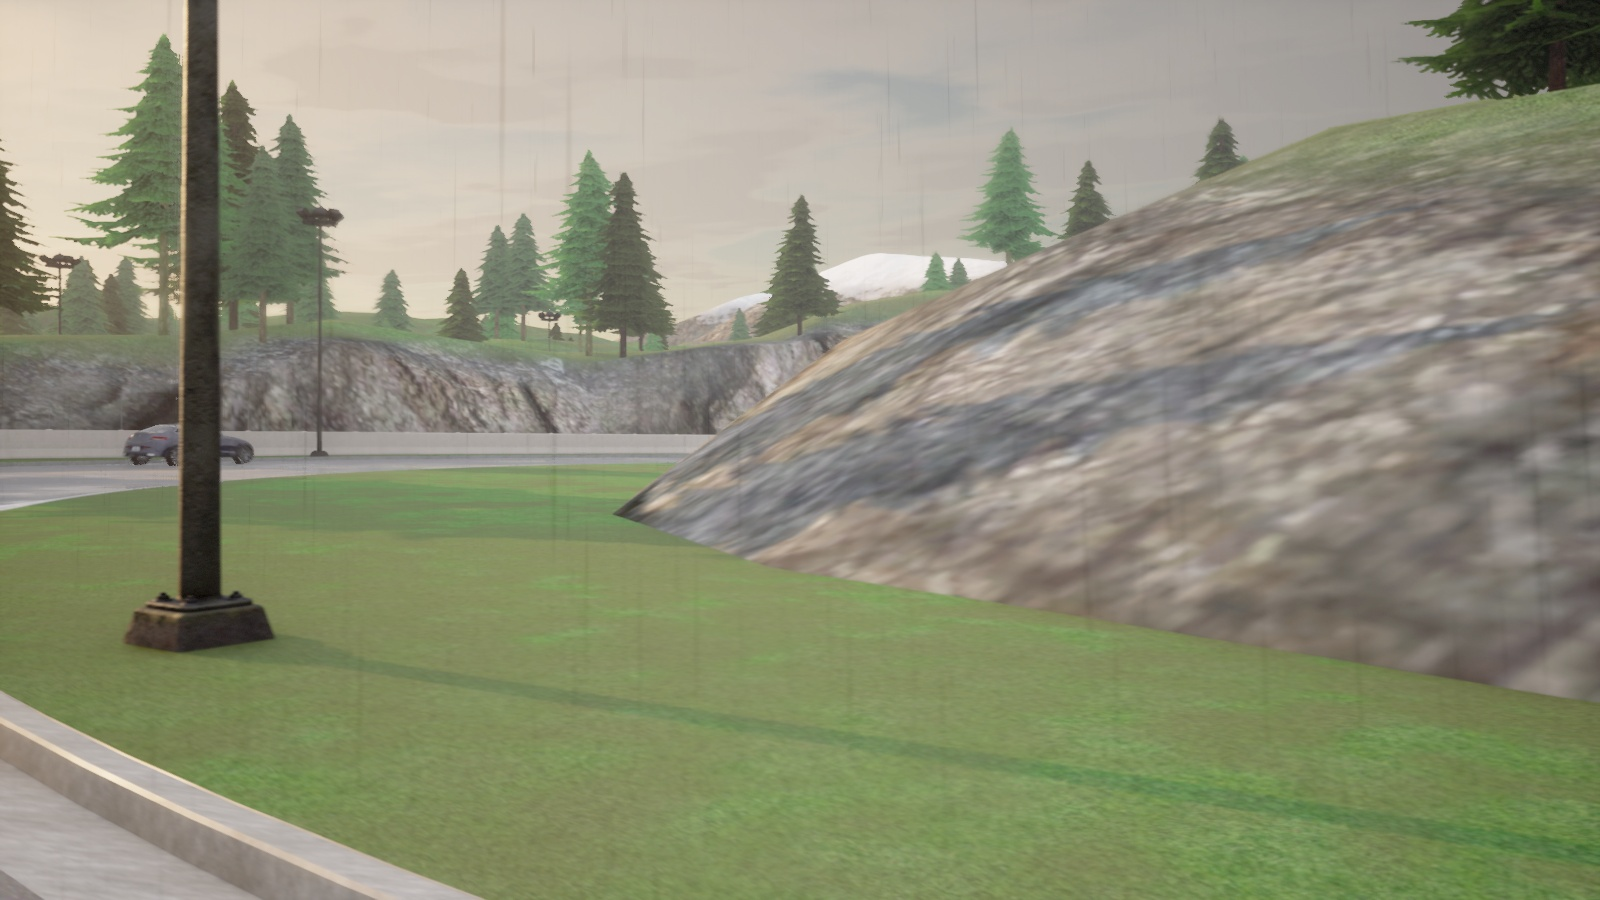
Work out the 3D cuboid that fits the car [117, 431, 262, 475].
[{"bbox_3d":[-24.113,0.066,49.865,2.152,1.651,5.027,0,1,21],"label":"car"}]
